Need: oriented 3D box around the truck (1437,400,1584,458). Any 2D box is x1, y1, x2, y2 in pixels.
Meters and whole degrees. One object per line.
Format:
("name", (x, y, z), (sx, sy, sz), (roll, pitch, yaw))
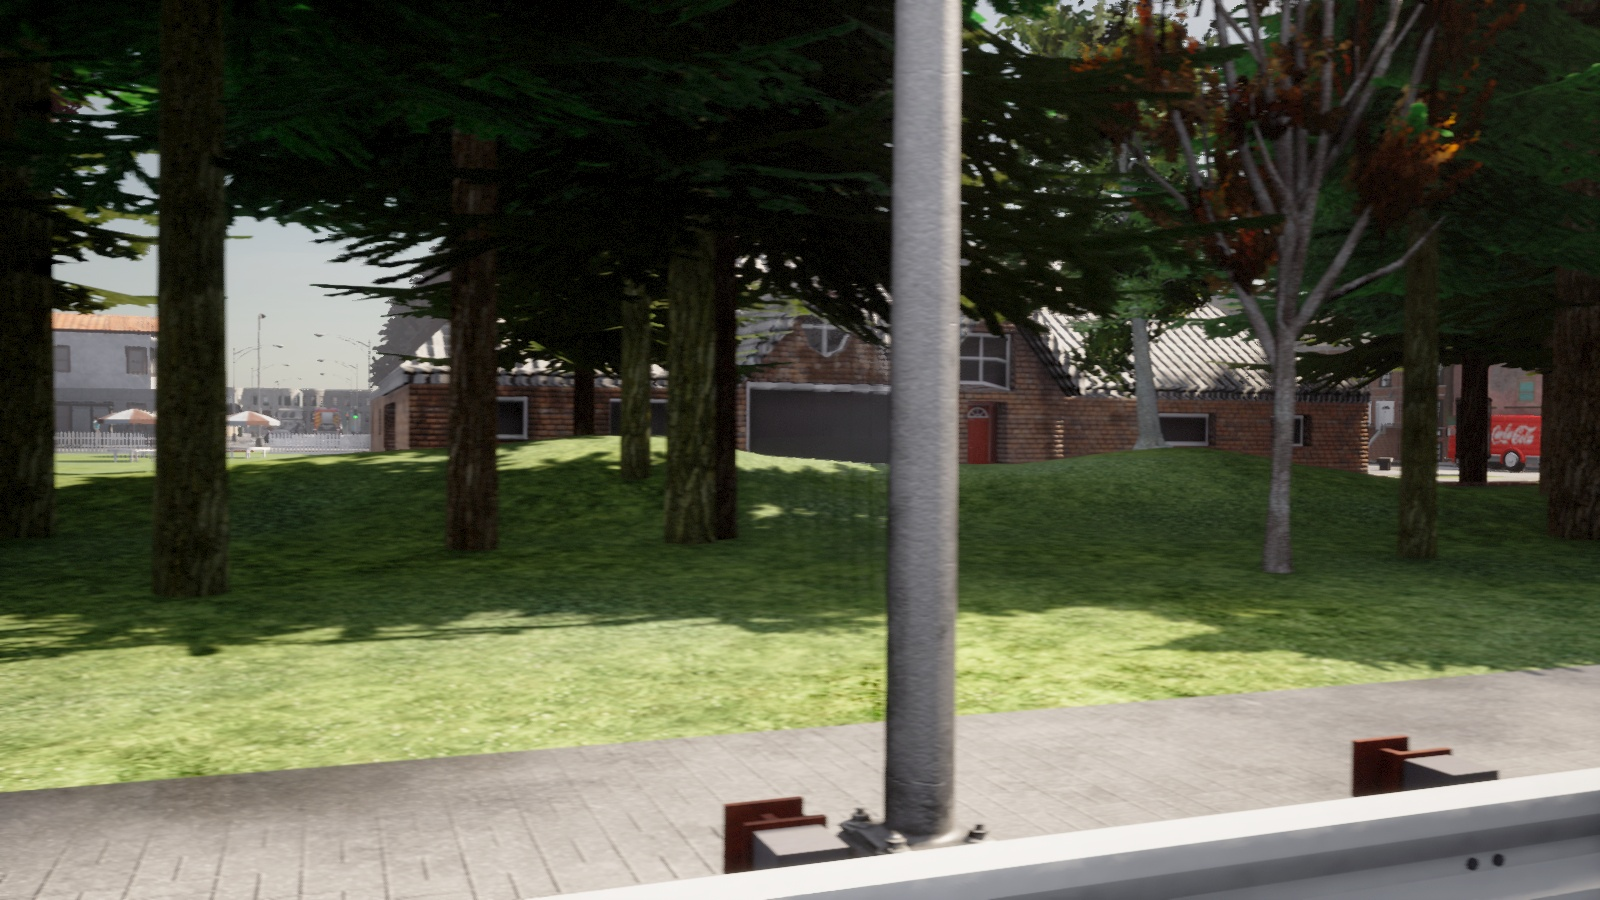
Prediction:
("truck", (31.539, -0.973, 55.934), (2.627, 2.467, 5.204), (-1, 2, -21))
